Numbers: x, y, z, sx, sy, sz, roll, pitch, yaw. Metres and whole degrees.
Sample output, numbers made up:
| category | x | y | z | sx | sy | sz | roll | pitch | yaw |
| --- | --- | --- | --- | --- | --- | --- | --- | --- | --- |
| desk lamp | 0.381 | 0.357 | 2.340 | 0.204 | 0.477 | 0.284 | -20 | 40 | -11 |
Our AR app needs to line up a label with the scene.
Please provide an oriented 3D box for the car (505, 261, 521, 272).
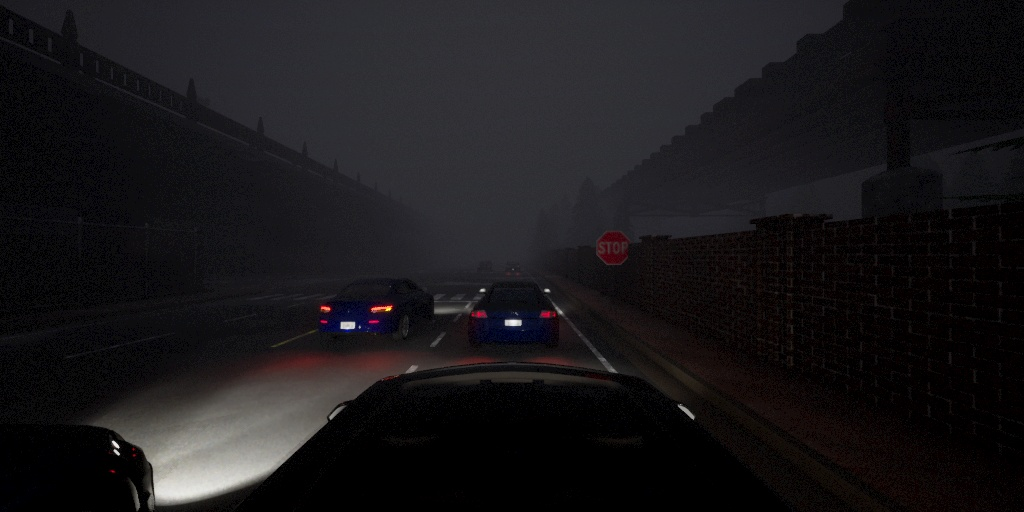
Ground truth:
| category | x | y | z | sx | sy | sz | roll | pitch | yaw |
| --- | --- | --- | --- | --- | --- | --- | --- | --- | --- |
| car | 0.099 | 1.351 | 46.036 | 1.895 | 1.301 | 4.718 | 0 | 0 | -1 |

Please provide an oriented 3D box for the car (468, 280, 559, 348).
| category | x | y | z | sx | sy | sz | roll | pitch | yaw |
| --- | --- | --- | --- | --- | --- | --- | --- | --- | --- |
| car | 0.069 | 1.314 | 9.218 | 1.994 | 1.385 | 4.181 | 0 | 0 | 1 |

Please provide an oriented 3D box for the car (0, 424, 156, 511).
| category | x | y | z | sx | sy | sz | roll | pitch | yaw |
| --- | --- | --- | --- | --- | --- | --- | --- | --- | --- |
| car | -3.398 | 1.314 | 0.644 | 1.994 | 1.385 | 4.181 | 0 | 0 | 0 |

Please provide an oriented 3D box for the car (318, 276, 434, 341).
| category | x | y | z | sx | sy | sz | roll | pitch | yaw |
| --- | --- | --- | --- | --- | --- | --- | --- | --- | --- |
| car | -3.412 | 1.276 | 9.740 | 1.812 | 1.442 | 4.674 | 0 | 0 | 0 |

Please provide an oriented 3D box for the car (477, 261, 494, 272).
| category | x | y | z | sx | sy | sz | roll | pitch | yaw |
| --- | --- | --- | --- | --- | --- | --- | --- | --- | --- |
| car | -3.395 | 1.297 | 45.873 | 2.033 | 1.411 | 5.357 | 0 | 0 | -1 |
